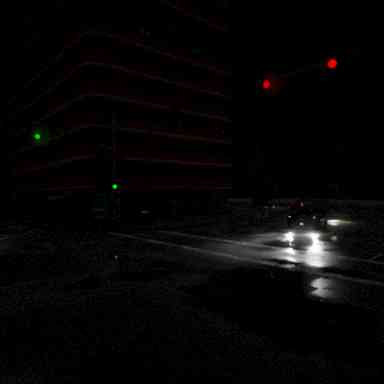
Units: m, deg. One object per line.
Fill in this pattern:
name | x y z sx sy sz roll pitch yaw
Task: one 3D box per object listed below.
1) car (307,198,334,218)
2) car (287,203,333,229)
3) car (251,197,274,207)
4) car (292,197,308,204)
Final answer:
car | 11.736 1.495 30.288 1.882 1.535 5.008 -1 0 18
car | 7.699 1.608 21.874 1.895 1.301 4.718 -1 0 31
car | 11.749 1.662 55.719 2.128 1.511 4.902 0 0 -20
car | 13.563 1.409 40.237 2.097 1.767 4.553 -1 0 2
